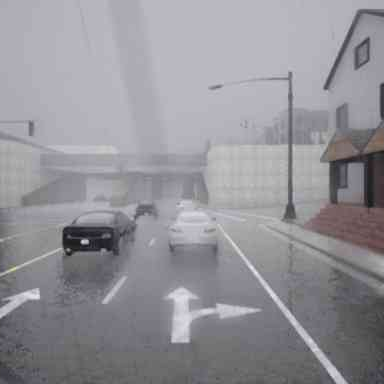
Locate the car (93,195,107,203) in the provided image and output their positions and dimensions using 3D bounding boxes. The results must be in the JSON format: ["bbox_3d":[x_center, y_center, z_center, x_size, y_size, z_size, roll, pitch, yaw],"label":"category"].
[{"bbox_3d":[-18.594,1.405,67.396,2.128,1.511,4.902,0,0,-1],"label":"car"}]

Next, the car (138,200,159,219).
[{"bbox_3d":[-3.990,1.466,28.973,1.837,1.490,4.892,1,1,-8],"label":"car"}]

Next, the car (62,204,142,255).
[{"bbox_3d":[-3.432,1.454,13.183,1.882,1.535,5.008,0,0,0],"label":"car"}]

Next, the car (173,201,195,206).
[{"bbox_3d":[-0.650,1.493,29.818,1.812,1.442,4.674,1,0,-10],"label":"car"}]

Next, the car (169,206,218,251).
[{"bbox_3d":[0.067,1.501,13.826,1.812,1.442,4.674,0,0,0],"label":"car"}]
